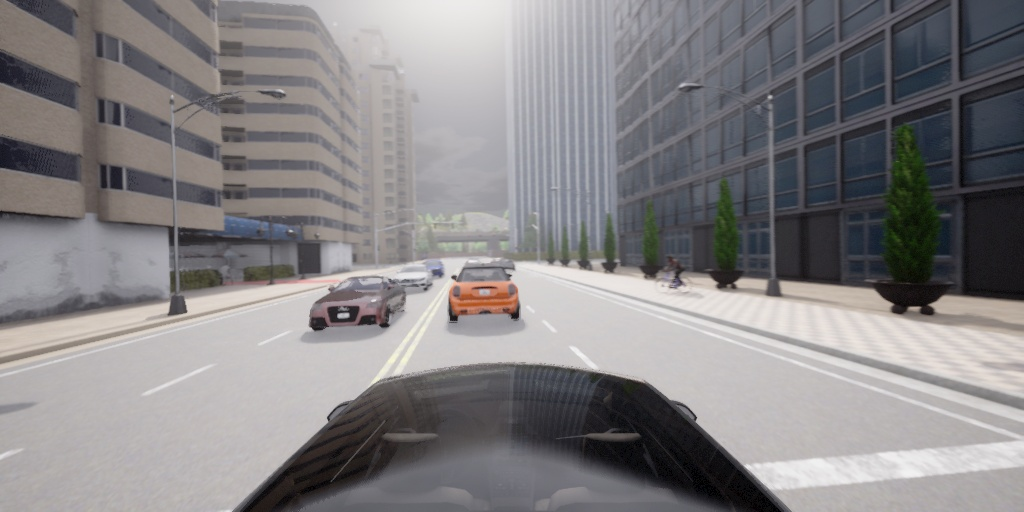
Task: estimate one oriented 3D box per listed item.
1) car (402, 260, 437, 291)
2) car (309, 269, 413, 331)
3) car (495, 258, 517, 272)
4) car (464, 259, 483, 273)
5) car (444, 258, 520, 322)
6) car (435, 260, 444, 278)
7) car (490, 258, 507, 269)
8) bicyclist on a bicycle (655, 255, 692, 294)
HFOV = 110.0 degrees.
[{"bbox_3d":[-5.746,1.214,21.285,1.812,1.442,4.674,-1,1,-7],"label":"car"},{"bbox_3d":[-4.558,1.325,11.171,1.994,1.385,4.181,-1,1,-7],"label":"car"},{"bbox_3d":[-0.729,0.971,39.582,1.994,1.385,4.181,-1,1,-6],"label":"car"},{"bbox_3d":[-4.211,1.047,39.265,1.994,1.385,4.181,-1,1,-6],"label":"car"},{"bbox_3d":[-1.007,1.029,12.268,2.097,1.767,4.553,-1,1,-6],"label":"car"},{"bbox_3d":[-6.968,1.092,31.632,1.882,1.535,5.008,-1,1,-6],"label":"car"},{"bbox_3d":[-1.816,0.946,48.325,1.895,1.301,4.718,-1,1,-7],"label":"car"},{"bbox_3d":[6.772,0.787,15.031,1.656,1.620,0.582,0,0,-7],"label":"bicyclist on a bicycle"}]
